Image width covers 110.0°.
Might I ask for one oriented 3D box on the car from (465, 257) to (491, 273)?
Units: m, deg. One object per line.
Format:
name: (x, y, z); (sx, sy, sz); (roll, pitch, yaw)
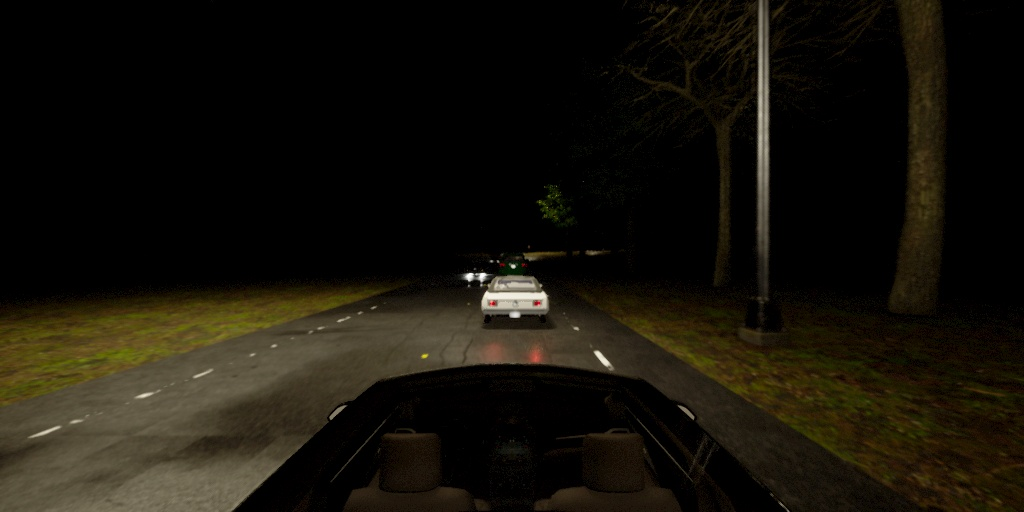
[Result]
car: (-3.587, 1.037, 36.716); (1.994, 1.385, 4.181); (0, 1, 0)

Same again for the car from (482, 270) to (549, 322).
car: (0.094, 1.325, 12.107); (1.895, 1.301, 4.718); (0, 0, 0)

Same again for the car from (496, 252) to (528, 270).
car: (0.099, 0.807, 27.975); (2.150, 2.045, 5.566); (0, 1, 0)
